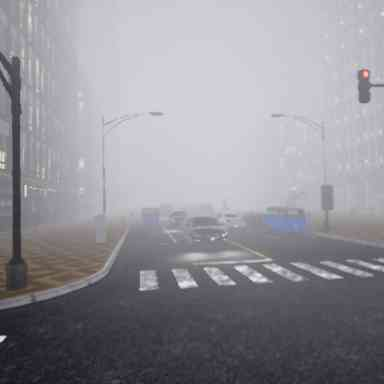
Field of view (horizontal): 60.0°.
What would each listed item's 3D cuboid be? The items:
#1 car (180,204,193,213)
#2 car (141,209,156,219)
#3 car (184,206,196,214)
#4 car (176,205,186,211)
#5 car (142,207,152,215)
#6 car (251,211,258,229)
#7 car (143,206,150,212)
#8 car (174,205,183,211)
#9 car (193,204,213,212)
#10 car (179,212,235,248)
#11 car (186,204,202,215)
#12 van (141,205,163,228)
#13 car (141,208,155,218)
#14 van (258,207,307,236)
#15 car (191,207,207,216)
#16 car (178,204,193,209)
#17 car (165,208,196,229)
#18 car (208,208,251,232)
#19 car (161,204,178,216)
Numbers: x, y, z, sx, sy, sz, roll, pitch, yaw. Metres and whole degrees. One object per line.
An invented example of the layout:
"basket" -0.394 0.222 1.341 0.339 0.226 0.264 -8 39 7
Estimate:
"car" -1.231 3.458 71.296 2.192 1.841 5.009 -1 -2 -8
"car" -6.343 3.151 48.164 1.947 1.339 4.313 -1 -2 -8
"car" -0.432 3.531 65.809 1.947 1.339 4.313 -1 -2 -8
"car" -2.814 4.048 82.247 2.008 1.369 4.403 -1 -2 -8
"car" -8.724 3.700 64.602 1.802 1.307 4.206 -1 -2 -8
"car" 5.146 2.265 27.461 1.887 1.381 4.507 -1 -2 -8
"car" -11.899 4.409 86.519 1.802 1.307 4.206 -1 -2 -8
"car" -3.633 4.205 87.895 1.752 1.417 4.829 -1 -2 -8
"car" 1.944 2.748 49.378 2.192 1.841 5.009 -1 -2 -8
"car" 0.626 2.053 18.070 1.837 1.490 4.892 -1 -2 -8
"car" 0.356 3.103 60.337 2.192 1.841 5.009 -1 -2 -8
"van" -3.966 2.392 31.733 1.690 1.788 3.998 -1 -2 -8
"car" -7.137 3.314 53.643 2.008 1.369 4.403 -1 -2 -8
"van" 6.025 1.882 22.002 1.690 1.788 3.998 -1 -2 -8
"car" 1.154 3.155 54.850 1.887 1.381 4.507 -1 -2 -8
"car" -1.088 3.105 52.042 1.812 1.442 4.674 -1 -2 -8
"car" -1.127 2.468 30.201 1.812 1.442 4.674 -1 -2 -8
"car" 2.767 2.248 25.684 1.812 1.442 4.674 -1 -2 -8
"car" -3.713 2.757 48.477 2.150 2.045 5.566 -1 -2 -8
